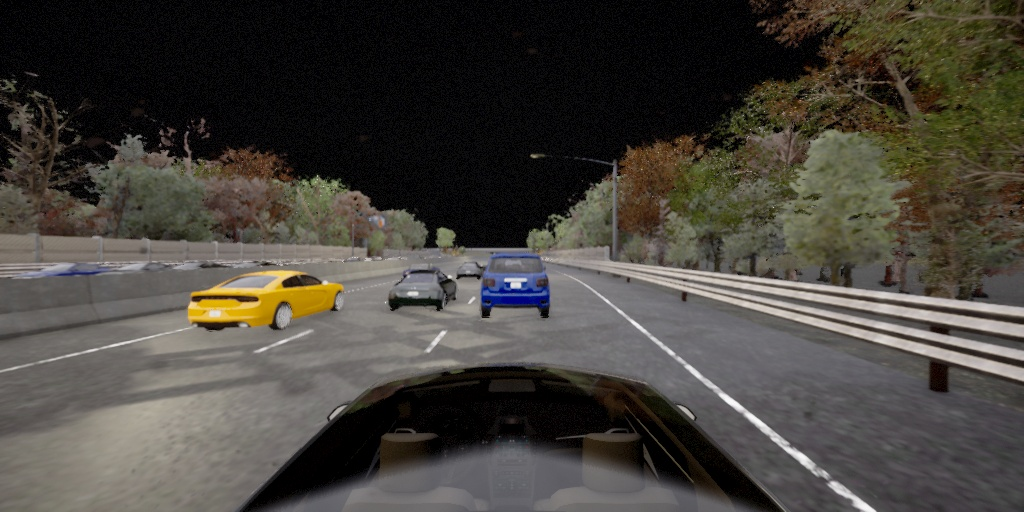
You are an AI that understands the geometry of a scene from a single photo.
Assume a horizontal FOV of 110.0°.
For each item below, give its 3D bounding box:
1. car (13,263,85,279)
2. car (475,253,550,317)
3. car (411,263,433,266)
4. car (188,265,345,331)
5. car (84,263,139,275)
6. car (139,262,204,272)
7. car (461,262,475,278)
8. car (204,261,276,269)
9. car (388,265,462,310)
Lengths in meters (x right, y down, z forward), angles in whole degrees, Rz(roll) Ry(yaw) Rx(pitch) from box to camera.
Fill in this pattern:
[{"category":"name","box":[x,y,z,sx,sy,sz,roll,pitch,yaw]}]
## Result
[{"category":"car","box":[-27.782,1.175,22.553,1.812,1.442,4.674,0,0,-2]},{"category":"car","box":[0.091,0.915,12.942,2.150,2.045,5.566,0,0,0]},{"category":"car","box":[-6.896,1.224,27.932,1.895,1.301,4.718,0,0,0]},{"category":"car","box":[-6.902,1.182,10.814,1.882,1.535,5.008,0,0,0]},{"category":"car","box":[-24.594,1.169,23.845,1.812,1.442,4.674,0,0,0]},{"category":"car","box":[-21.093,1.120,23.855,1.882,1.535,5.008,0,0,0]},{"category":"car","box":[-3.395,1.179,29.884,1.994,1.385,4.181,0,0,0]},{"category":"car","box":[-17.593,1.146,24.171,1.837,1.490,4.892,0,0,0]},{"category":"car","box":[-3.398,1.250,14.343,1.994,1.385,4.181,0,0,0]}]
